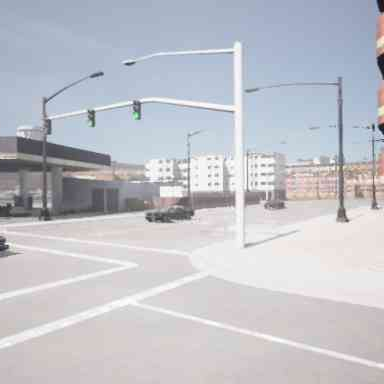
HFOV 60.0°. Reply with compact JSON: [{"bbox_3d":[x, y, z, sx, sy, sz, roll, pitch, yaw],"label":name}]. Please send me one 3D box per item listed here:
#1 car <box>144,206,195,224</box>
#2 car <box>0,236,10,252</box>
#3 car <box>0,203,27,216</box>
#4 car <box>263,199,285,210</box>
[{"bbox_3d":[-1.794,1.830,27.547,1.895,1.301,4.718,-1,-1,35],"label":"car"},{"bbox_3d":[-9.027,1.726,10.795,2.033,1.411,5.357,-1,-1,35],"label":"car"},{"bbox_3d":[-20.351,1.958,37.343,3.806,1.475,1.970,-1,-1,36],"label":"car"},{"bbox_3d":[11.742,1.741,47.160,1.837,1.490,4.892,-1,-1,35],"label":"car"}]
